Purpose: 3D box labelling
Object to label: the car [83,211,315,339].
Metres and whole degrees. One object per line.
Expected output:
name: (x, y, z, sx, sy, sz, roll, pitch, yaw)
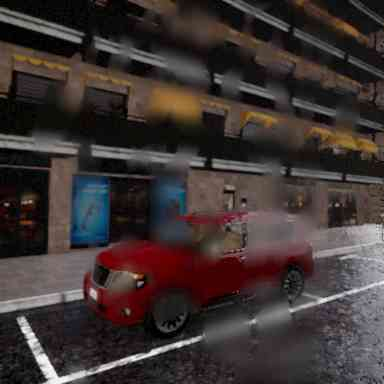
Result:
car: (0.460, 1.362, 6.862, 5.009, 1.841, 2.192, 1, 1, -35)
